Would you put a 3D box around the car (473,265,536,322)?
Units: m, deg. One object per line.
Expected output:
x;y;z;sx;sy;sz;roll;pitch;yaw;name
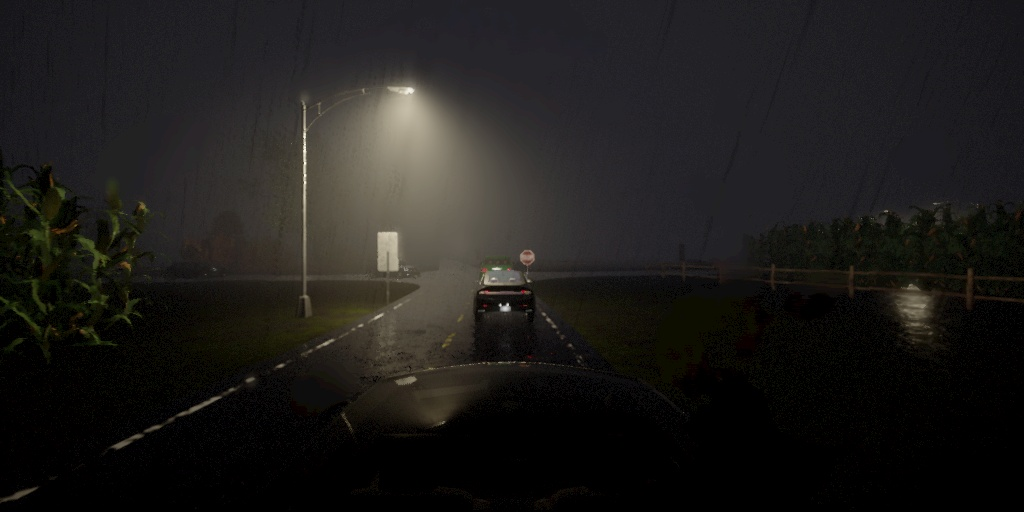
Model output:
-0.297;1.239;12.345;2.128;1.511;4.902;0;0;-3;car

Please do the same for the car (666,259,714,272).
21.096;1.100;42.422;5.357;1.411;2.033;0;0;-9;car

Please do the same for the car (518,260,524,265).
0.091;1.237;42.026;4.674;1.442;1.812;-1;1;28;car

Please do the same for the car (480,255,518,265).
-0.936;0.975;23.710;2.150;2.045;5.566;0;0;-1;car

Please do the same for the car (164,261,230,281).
-28.470;1.277;32.592;4.553;1.767;2.097;0;0;-5;car

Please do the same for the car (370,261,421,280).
-10.252;1.158;31.604;4.553;1.767;2.097;0;0;25;car
